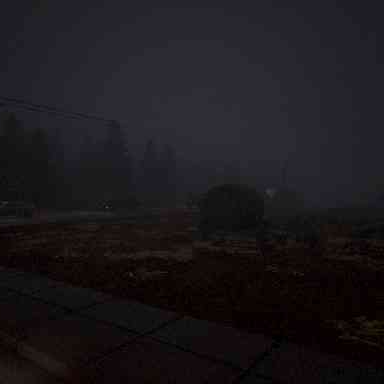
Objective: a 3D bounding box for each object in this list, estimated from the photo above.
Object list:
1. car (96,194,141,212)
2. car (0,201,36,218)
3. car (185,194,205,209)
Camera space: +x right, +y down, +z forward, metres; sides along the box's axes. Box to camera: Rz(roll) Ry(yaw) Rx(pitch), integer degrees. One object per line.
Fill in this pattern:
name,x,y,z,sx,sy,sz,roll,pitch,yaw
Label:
car,-8.504,1.250,38.960,2.150,2.045,5.566,0,0,37
car,-15.982,1.552,28.855,1.812,1.442,4.674,0,0,37
car,1.412,1.248,46.165,2.150,2.045,5.566,0,0,38
